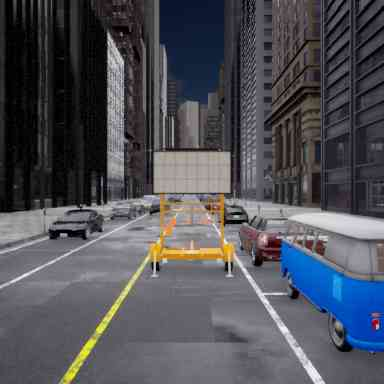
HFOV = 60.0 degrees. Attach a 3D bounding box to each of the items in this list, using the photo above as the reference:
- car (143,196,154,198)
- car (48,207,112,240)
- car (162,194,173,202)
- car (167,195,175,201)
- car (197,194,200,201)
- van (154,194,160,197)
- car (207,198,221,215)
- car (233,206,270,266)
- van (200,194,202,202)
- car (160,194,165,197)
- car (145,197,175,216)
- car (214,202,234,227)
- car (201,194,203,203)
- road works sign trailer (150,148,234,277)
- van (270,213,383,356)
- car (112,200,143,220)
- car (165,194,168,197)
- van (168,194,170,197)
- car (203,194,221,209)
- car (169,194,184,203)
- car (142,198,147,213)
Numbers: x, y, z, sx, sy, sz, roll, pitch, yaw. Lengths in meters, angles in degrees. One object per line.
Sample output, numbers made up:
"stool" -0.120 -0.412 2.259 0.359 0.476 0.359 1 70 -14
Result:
"car" -5.747 1.540 39.362 1.752 1.417 4.829 0 0 0
"car" -5.755 1.568 17.095 1.947 1.339 4.313 0 0 0
"car" -5.732 1.363 78.799 2.192 1.841 5.009 0 0 0
"car" -5.728 1.610 90.018 2.008 1.369 4.403 0 0 0
"car" 2.791 1.357 73.197 2.192 1.841 5.009 0 0 0
"van" -5.745 1.360 45.142 1.690 1.788 3.998 0 0 0
"car" 2.776 1.593 33.933 1.802 1.307 4.206 0 0 0
"car" 2.768 1.441 11.496 1.967 1.590 4.097 0 0 0
"van" 2.786 1.374 61.978 1.690 1.788 3.998 0 0 0
"car" -5.743 1.463 50.751 1.967 1.590 4.097 0 0 0
"car" -3.086 1.557 33.072 2.033 1.411 5.357 0 0 0
"car" 2.772 1.570 22.714 1.947 1.339 4.313 0 0 0
"car" 2.780 1.334 45.151 2.192 1.841 5.009 0 0 0
"road works sign trailer" 0.004 0.465 10.222 2.380 3.560 2.880 0 0 0
"van" 2.766 1.341 5.887 1.690 1.788 3.998 0 0 0
"car" -5.751 1.558 28.314 2.008 1.369 4.403 0 0 0
"car" -5.741 1.343 56.361 2.192 1.841 5.009 0 0 0
"van" -5.734 1.384 73.190 1.690 1.788 3.998 0 0 0
"car" 2.778 1.330 39.542 2.192 1.841 5.009 0 0 0
"car" -2.975 1.583 66.162 2.033 1.411 5.357 0 0 0
"car" -5.749 1.593 33.923 1.802 1.307 4.206 0 0 0
